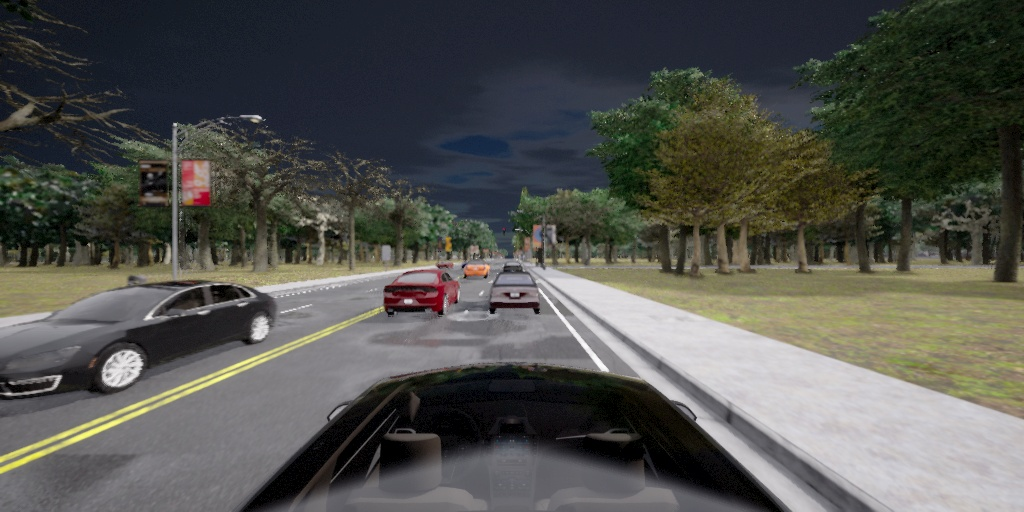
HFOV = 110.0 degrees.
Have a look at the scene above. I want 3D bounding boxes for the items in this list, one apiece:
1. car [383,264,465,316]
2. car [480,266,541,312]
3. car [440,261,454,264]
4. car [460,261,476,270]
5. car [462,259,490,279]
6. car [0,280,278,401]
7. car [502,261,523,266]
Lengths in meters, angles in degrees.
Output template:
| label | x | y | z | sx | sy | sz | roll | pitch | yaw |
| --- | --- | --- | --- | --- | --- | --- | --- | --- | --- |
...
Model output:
| label | x | y | z | sx | sy | sz | roll | pitch | yaw |
| --- | --- | --- | --- | --- | --- | --- | --- | --- | --- |
| car | -3.144 | 1.224 | 13.362 | 1.882 | 1.535 | 5.008 | 0 | 0 | 0 |
| car | 0.091 | 1.294 | 14.041 | 2.033 | 1.411 | 5.357 | 0 | 0 | 0 |
| car | -9.781 | 1.351 | 52.789 | 1.895 | 1.301 | 4.718 | 0 | 0 | 0 |
| car | -6.522 | 1.407 | 53.785 | 1.895 | 1.301 | 4.718 | 0 | 0 | 0 |
| car | -3.163 | 1.095 | 33.161 | 2.097 | 1.767 | 4.553 | 0 | 0 | 0 |
| car | -6.602 | 1.253 | 6.724 | 1.837 | 1.490 | 4.892 | 0 | 0 | 0 |
| car | 0.074 | 1.221 | 35.279 | 1.882 | 1.535 | 5.008 | 0 | 0 | 0 |
